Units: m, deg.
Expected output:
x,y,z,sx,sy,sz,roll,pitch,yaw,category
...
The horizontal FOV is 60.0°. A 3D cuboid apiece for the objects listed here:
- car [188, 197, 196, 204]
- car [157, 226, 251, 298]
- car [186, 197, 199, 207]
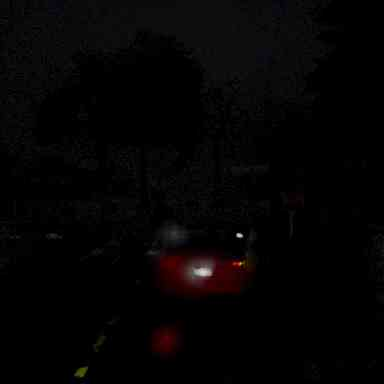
x,y,z,sx,sy,sz,roll,pitch,yaw,category
-0.010,1.779,71.869,1.837,1.490,4.892,0,-1,0,car
0.373,1.542,8.503,1.994,1.385,4.181,0,0,4,car
0.092,1.679,54.214,1.994,1.385,4.181,0,0,0,car
